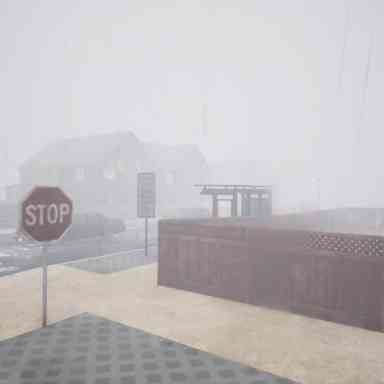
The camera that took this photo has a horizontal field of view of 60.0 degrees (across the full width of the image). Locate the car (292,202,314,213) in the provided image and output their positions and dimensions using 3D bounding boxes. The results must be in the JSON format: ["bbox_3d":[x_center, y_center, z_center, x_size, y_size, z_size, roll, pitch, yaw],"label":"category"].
[{"bbox_3d":[15.364,2.179,45.815,2.128,1.511,4.902,1,0,35],"label":"car"}]

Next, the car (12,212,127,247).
[{"bbox_3d":[-5.728,1.690,16.353,2.033,1.411,5.357,1,0,37],"label":"car"}]

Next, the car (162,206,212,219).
[{"bbox_3d":[-0.209,1.779,24.051,1.837,1.490,4.892,1,0,35],"label":"car"}]
